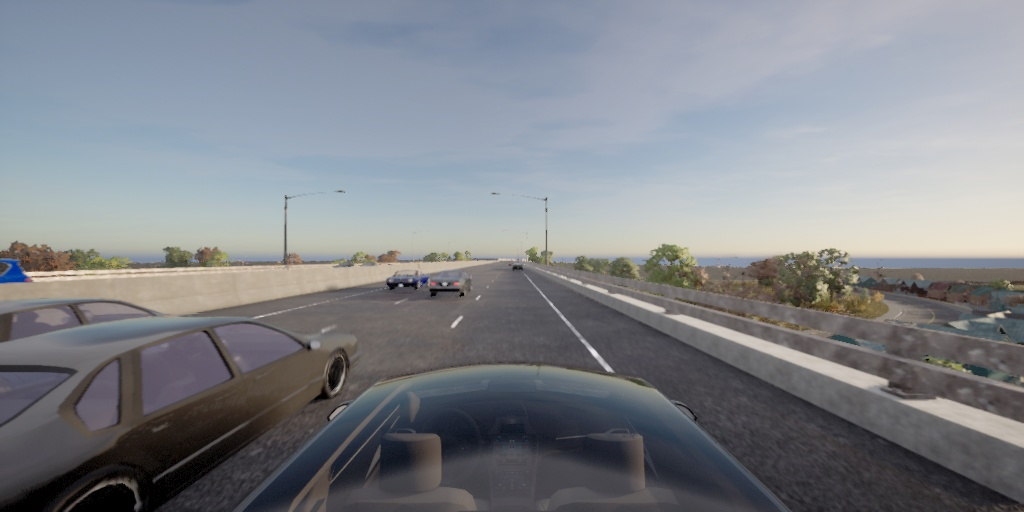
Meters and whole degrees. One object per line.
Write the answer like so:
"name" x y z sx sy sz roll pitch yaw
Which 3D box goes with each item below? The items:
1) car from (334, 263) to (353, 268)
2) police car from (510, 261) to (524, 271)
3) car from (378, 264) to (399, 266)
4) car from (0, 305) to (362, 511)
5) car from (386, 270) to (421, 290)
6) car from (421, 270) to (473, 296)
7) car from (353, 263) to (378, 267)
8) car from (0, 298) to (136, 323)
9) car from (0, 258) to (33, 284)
"car" -24.565 1.775 52.836 1.837 1.490 4.892 0 0 0
"police car" 1.025 1.806 63.195 1.930 1.638 5.238 0 -1 0
"car" -17.568 1.874 52.901 1.895 1.301 4.718 0 -1 1
"car" -3.402 1.315 3.490 2.033 1.411 5.357 0 -1 0
"car" -6.909 1.585 24.541 1.895 1.301 4.718 0 -1 0
"car" -3.408 1.492 20.681 2.033 1.411 5.357 0 -1 0
"car" -21.066 1.751 52.984 1.882 1.535 5.008 0 0 0
"car" -6.902 1.334 5.314 2.033 1.411 5.357 0 -1 0
"car" -17.604 1.054 10.015 2.150 2.045 5.566 0 -1 0
